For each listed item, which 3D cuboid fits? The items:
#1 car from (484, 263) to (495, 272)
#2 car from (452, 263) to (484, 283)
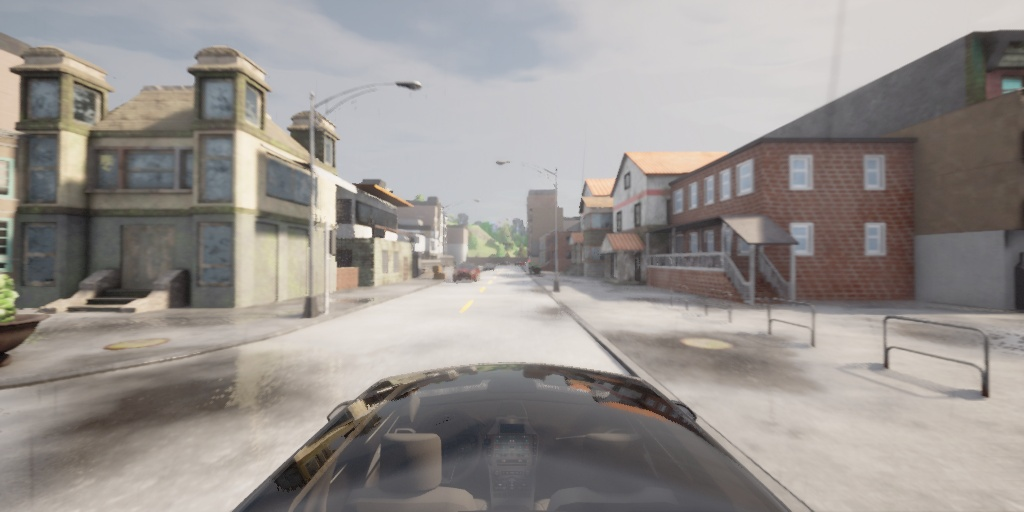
[{"bbox_3d":[-4.015,1.977,63.141,1.837,1.490,4.892,0,1,0],"label":"car"},{"bbox_3d":[-4.009,1.393,32.140,2.097,1.767,4.553,0,-1,0],"label":"car"}]
